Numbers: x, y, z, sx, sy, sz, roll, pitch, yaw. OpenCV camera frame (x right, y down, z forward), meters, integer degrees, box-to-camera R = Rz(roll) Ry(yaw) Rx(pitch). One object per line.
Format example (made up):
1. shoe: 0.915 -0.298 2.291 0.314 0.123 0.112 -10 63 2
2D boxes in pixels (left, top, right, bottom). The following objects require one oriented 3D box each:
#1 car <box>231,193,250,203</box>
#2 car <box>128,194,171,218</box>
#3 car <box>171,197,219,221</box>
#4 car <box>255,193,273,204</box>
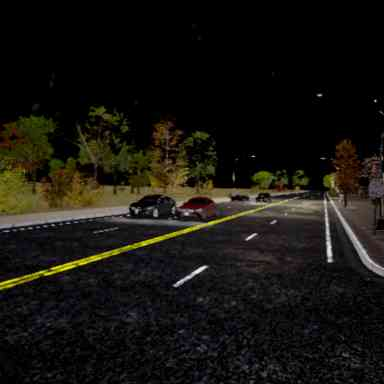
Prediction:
1. car: 6.990 0.862 47.847 1.895 1.301 4.718 2 1 22
2. car: -2.675 0.949 23.730 1.837 1.490 4.892 2 1 22
3. car: 0.535 1.084 23.047 1.812 1.442 4.674 2 1 22
4. car: 10.289 0.880 47.325 1.837 1.490 4.892 2 1 22
